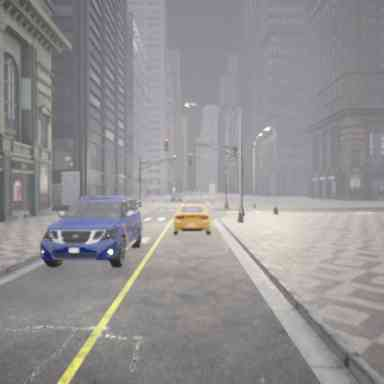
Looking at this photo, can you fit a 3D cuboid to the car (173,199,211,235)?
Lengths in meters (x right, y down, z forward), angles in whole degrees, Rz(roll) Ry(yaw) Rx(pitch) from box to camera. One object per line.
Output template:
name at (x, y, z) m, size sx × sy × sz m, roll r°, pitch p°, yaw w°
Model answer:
car at (0.029, 1.374, 18.147) m, size 1.882 × 1.535 × 5.008 m, roll 0°, pitch 0°, yaw 1°

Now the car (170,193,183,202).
car at (-3.014, 0.997, 64.087) m, size 2.097 × 1.767 × 4.553 m, roll 0°, pitch 0°, yaw 0°

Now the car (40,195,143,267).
car at (-3.070, 1.156, 11.458) m, size 2.150 × 2.045 × 5.566 m, roll 0°, pitch 0°, yaw 0°

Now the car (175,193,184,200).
car at (-3.000, 1.025, 79.656) m, size 1.882 × 1.535 × 5.008 m, roll 0°, pitch 0°, yaw 0°
